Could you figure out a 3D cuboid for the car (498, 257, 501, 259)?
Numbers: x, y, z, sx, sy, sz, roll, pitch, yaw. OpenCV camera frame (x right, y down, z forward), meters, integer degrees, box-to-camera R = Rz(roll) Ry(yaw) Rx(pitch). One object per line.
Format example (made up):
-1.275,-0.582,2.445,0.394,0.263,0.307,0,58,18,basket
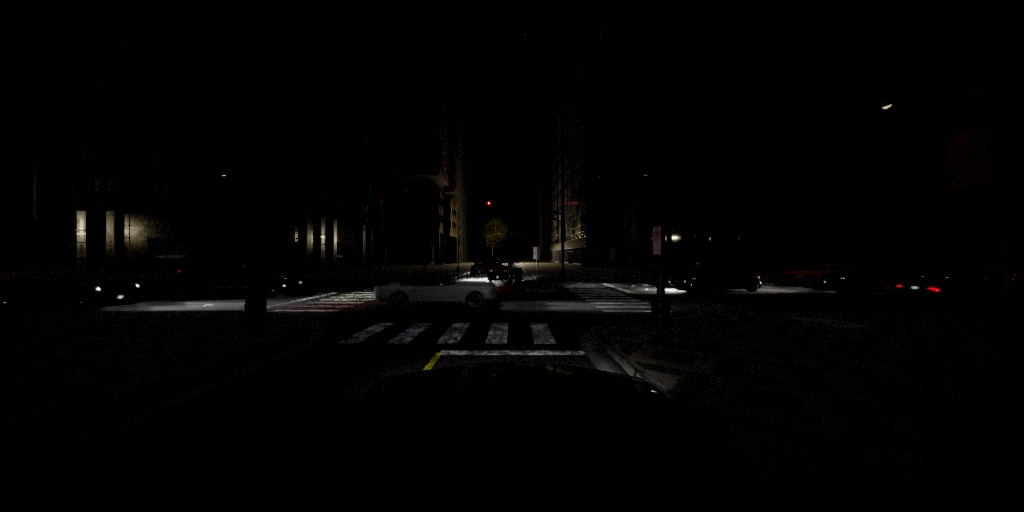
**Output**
-3.115,1.313,56.046,1.994,1.385,4.181,0,0,0,car

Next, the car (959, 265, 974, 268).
31.161,1.327,24.287,5.357,1.411,2.033,0,0,1,car

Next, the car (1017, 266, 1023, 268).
27.822,1.140,17.609,4.553,1.767,2.097,0,0,0,car

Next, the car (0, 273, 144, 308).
-18.089,1.345,14.552,4.718,1.301,1.895,0,0,0,car

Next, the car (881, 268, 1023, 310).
18.679,1.328,14.398,5.357,1.411,2.033,0,0,0,car

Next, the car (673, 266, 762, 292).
12.184,1.324,21.125,4.181,1.385,1.994,0,0,0,car

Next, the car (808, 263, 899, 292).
20.880,1.262,21.087,4.902,1.511,2.128,0,0,0,car

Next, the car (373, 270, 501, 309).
-2.923,1.351,14.488,4.718,1.301,1.895,0,0,0,car

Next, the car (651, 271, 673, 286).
12.095,1.355,24.377,4.718,1.301,1.895,0,0,3,car

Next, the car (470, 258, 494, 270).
-3.085,1.241,36.106,2.128,1.511,4.902,0,0,0,car

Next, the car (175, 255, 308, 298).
-13.326,0.962,17.813,5.566,2.045,2.150,0,0,-1,car

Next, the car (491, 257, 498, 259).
-3.103,1.254,46.061,1.837,1.490,4.892,0,0,0,car

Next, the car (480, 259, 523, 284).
-0.445,1.240,26.985,2.128,1.511,4.902,0,0,13,car

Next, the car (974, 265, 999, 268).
30.762,1.310,21.040,4.674,1.442,1.812,0,0,0,car

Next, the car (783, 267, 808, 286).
21.230,1.243,24.335,5.008,1.535,1.882,0,0,0,car
